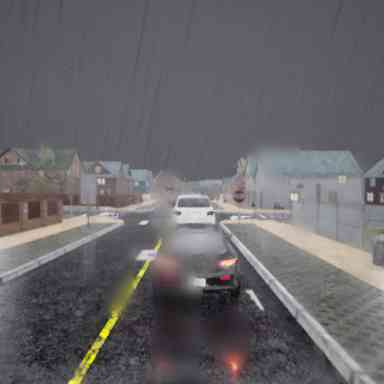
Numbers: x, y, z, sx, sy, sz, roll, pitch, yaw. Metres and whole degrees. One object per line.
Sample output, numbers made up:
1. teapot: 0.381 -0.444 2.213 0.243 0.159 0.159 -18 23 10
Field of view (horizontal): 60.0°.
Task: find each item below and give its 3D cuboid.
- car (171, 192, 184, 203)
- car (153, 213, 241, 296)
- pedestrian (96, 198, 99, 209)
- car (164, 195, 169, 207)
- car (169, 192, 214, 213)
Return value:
1. car: -2.838 1.032 65.641 2.150 2.045 5.566 0 0 0
2. car: 0.099 1.500 8.442 1.812 1.442 4.674 0 0 0
3. pedestrian: -9.714 1.152 34.186 0.500 1.100 0.500 0 0 1
4. car: -2.885 1.217 48.432 2.097 1.767 4.553 0 0 0
5. car: 0.012 1.168 18.325 2.150 2.045 5.566 0 0 -2
